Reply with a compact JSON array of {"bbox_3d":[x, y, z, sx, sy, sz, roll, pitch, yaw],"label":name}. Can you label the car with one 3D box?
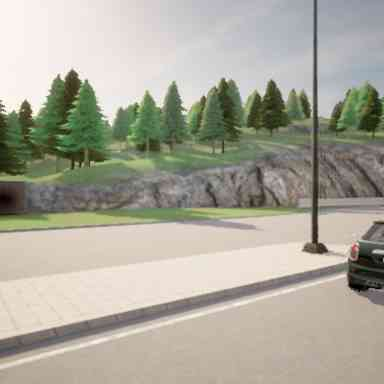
[{"bbox_3d":[5.658,1.360,7.779,4.553,1.767,2.097,0,0,-35],"label":"car"}]
